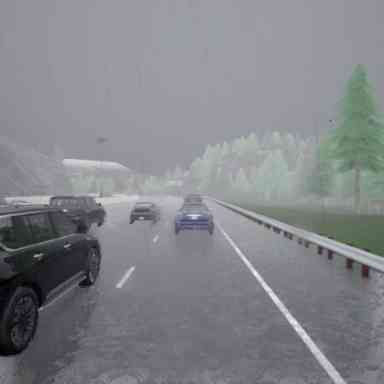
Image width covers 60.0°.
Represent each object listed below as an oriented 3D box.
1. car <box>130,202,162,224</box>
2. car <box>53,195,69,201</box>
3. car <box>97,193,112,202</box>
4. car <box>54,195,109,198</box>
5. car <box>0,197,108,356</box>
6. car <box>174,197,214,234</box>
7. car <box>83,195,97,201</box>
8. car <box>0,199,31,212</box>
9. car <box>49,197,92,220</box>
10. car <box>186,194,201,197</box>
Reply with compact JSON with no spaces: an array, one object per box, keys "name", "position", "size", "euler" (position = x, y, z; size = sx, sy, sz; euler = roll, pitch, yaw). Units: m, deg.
[{"name":"car","position":[-3.371,1.505,24.709],"size":[1.837,1.490,4.892],"euler":[0,0,0]},{"name":"car","position":[-31.403,1.480,79.882],"size":[1.812,1.442,4.674],"euler":[0,0,0]},{"name":"car","position":[-20.903,1.184,79.874],"size":[2.150,2.045,5.566],"euler":[0,0,0]},{"name":"car","position":[-6.880,1.219,20.084],"size":[2.150,2.045,5.566],"euler":[0,0,0]},{"name":"car","position":[-3.398,1.220,6.183],"size":[2.150,2.045,5.566],"euler":[0,0,0]},{"name":"car","position":[0.121,1.353,19.298],"size":[2.097,1.767,4.553],"euler":[0,0,0]},{"name":"car","position":[-24.403,1.510,79.896],"size":[1.994,1.385,4.181],"euler":[0,0,0]},{"name":"car","position":[-21.040,1.555,39.406],"size":[1.994,1.385,4.181],"euler":[0,0,0]},{"name":"car","position":[-10.368,1.348,28.826],"size":[2.097,1.767,4.553],"euler":[0,0,0]},{"name":"car","position":[0.145,1.224,39.465],"size":[2.150,2.045,5.566],"euler":[0,0,0]}]
